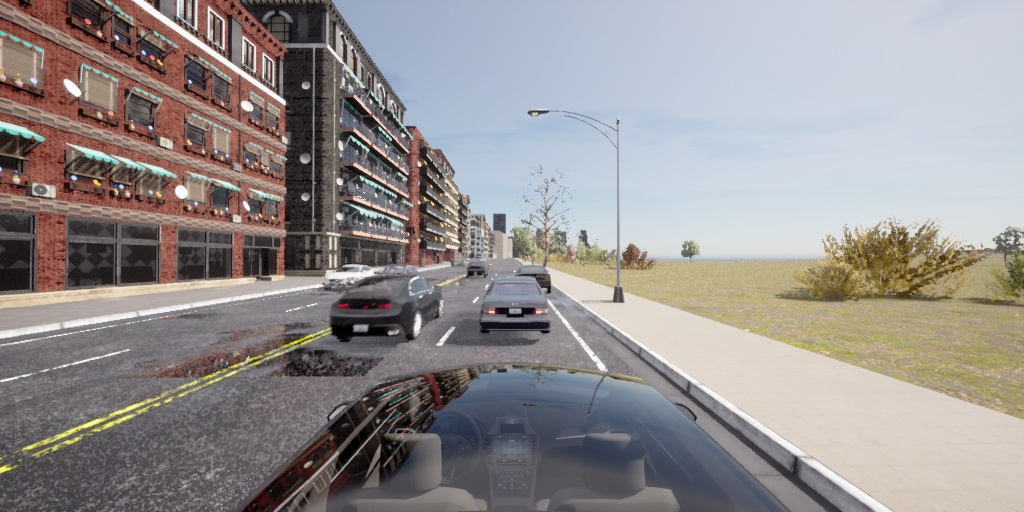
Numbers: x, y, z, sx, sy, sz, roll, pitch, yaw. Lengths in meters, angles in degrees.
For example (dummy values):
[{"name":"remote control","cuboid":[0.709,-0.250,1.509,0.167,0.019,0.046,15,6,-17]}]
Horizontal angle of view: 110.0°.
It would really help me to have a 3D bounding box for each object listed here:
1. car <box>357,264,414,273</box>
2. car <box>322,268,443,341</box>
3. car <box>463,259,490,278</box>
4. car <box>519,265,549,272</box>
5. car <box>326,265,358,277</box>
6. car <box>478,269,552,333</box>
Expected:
[{"name":"car","cuboid":[-6.627,1.243,20.540,2.128,1.511,4.902,0,0,0]},{"name":"car","cuboid":[-3.162,1.256,9.909,1.837,1.490,4.892,0,0,0]},{"name":"car","cuboid":[-3.194,1.257,34.149,1.837,1.490,4.892,0,0,0]},{"name":"car","cuboid":[1.112,1.230,20.426,1.882,1.535,5.008,0,0,0]},{"name":"car","cuboid":[-9.865,1.278,22.286,1.812,1.442,4.674,0,0,0]},{"name":"car","cuboid":[0.090,1.299,10.662,2.033,1.411,5.357,0,0,0]}]
